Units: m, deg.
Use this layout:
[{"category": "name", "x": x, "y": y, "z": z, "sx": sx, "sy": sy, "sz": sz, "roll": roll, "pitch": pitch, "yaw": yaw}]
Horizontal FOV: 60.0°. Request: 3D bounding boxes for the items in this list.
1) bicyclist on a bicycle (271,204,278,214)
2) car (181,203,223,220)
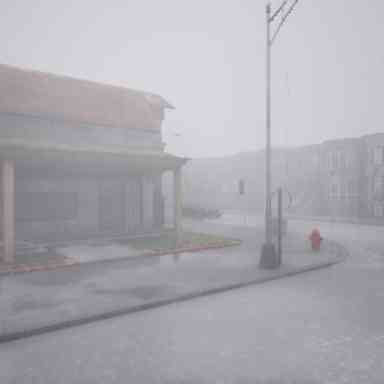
[{"category": "bicyclist on a bicycle", "x": 7.781, "y": 1.329, "z": 31.983, "sx": 1.656, "sy": 1.620, "sz": 0.582, "roll": 0, "pitch": 0, "yaw": -36}, {"category": "car", "x": 0.434, "y": 1.588, "z": 27.817, "sx": 1.895, "sy": 1.301, "sz": 4.718, "roll": 0, "pitch": 0, "yaw": -36}]
